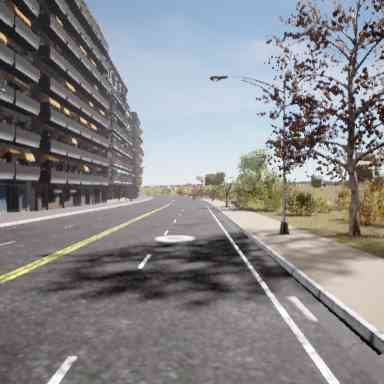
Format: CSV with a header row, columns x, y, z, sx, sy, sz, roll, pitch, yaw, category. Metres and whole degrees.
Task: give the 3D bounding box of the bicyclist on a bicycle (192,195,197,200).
x,y,z,sx,sy,sz,roll,pitch,yaw,category
0.905,1.522,90.587,0.866,1.612,1.509,2,1,-3,bicyclist on a bicycle
